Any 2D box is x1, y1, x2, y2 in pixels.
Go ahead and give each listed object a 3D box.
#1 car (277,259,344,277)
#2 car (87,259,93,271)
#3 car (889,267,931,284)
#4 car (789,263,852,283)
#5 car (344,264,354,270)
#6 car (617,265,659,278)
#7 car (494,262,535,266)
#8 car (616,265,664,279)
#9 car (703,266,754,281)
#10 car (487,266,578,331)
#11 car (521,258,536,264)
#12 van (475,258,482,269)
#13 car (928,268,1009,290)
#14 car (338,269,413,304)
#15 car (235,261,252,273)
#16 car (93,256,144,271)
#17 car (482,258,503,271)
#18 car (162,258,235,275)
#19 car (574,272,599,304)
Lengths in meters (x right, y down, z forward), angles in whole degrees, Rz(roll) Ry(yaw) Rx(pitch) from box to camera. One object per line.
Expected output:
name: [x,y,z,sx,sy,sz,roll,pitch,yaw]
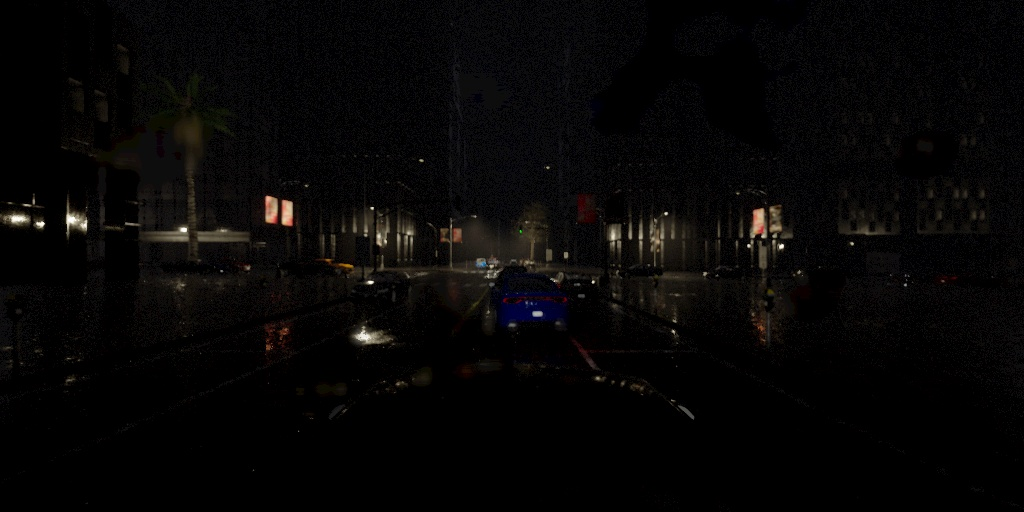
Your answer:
car: [-18.109,1.036,31.884,5.008,1.535,1.882,1,0,1]
car: [-40.977,0.691,31.948,4.674,1.442,1.812,2,0,0]
car: [43.355,2.082,38.375,4.553,1.767,2.097,1,0,1]
car: [33.058,1.755,38.435,5.566,2.045,2.150,1,0,0]
car: [-18.109,1.054,35.128,5.008,1.535,1.882,1,0,0]
car: [14.626,1.768,41.740,4.181,1.385,1.994,1,0,0]
car: [0.246,1.323,21.356,1.837,1.490,4.892,0,0,4]
car: [13.717,1.661,38.478,4.902,1.511,2.128,1,0,-1]
car: [23.136,1.837,38.469,4.902,1.511,2.128,1,0,0]
car: [0.349,1.262,11.227,1.882,1.535,5.008,0,0,-6]
car: [2.908,1.519,58.541,2.007,1.370,4.403,0,0,0]
van: [-5.571,1.332,64.122,1.690,1.789,3.998,0,0,0]
car: [40.622,2.118,31.727,5.008,1.535,1.882,1,0,0]
car: [-5.774,1.354,16.355,2.007,1.370,4.403,0,0,0]
car: [-28.176,0.925,35.151,4.674,1.442,1.812,1,0,0]
car: [-39.020,0.741,35.193,4.674,1.442,1.812,1,0,0]
car: [-2.949,1.448,55.724,2.128,1.511,4.902,0,0,2]
car: [-28.006,0.985,31.896,4.718,1.301,1.895,1,0,0]
car: [2.751,1.354,16.358,2.007,1.370,4.403,0,0,0]
